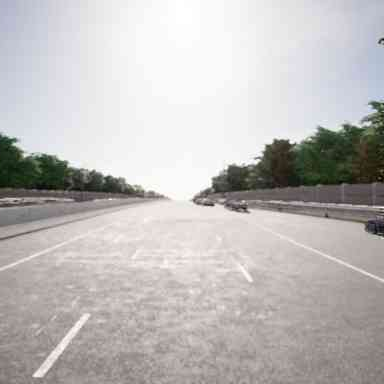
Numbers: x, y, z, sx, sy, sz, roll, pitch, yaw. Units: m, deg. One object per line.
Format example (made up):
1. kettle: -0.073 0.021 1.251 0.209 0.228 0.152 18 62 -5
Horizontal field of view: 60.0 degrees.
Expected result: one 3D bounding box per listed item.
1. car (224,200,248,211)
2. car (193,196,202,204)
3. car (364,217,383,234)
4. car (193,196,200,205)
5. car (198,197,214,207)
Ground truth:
1. car: 5.719 1.773 43.786 2.033 1.411 5.357 1 -1 -10
2. car: 1.498 2.226 90.967 2.150 2.045 5.566 1 -1 -1
3. car: 11.831 1.822 18.583 1.994 1.385 4.181 1 0 -17
4. car: 1.865 2.314 77.360 1.994 1.385 4.181 1 -1 -2
5. car: 2.920 2.085 63.437 1.994 1.385 4.181 1 -1 -6
